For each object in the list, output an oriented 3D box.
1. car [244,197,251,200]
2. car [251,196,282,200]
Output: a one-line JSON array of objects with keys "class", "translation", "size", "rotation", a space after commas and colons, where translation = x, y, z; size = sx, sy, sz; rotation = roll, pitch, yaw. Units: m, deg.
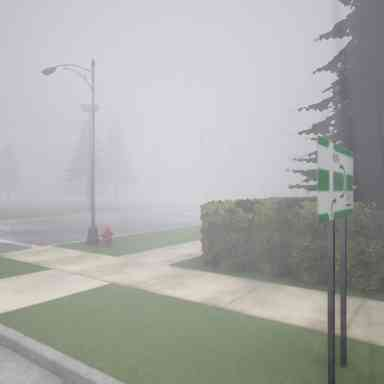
[{"class": "car", "translation": [10.548, 1.547, 57.644], "size": [2.033, 1.411, 5.357], "rotation": [0, 0, 38]}, {"class": "car", "translation": [10.183, 1.526, 45.271], "size": [1.812, 1.442, 4.674], "rotation": [0, 0, 36]}]
